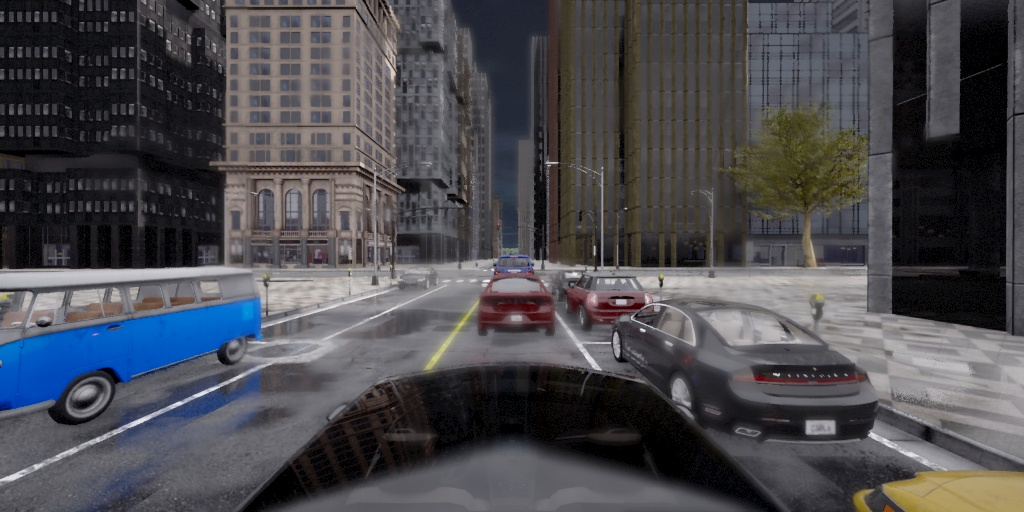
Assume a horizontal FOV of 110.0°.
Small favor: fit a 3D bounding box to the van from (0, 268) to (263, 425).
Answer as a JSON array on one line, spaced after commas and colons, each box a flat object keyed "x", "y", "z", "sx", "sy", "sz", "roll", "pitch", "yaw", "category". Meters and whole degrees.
[{"x": -5.756, "y": 1.091, "z": 5.402, "sx": 1.690, "sy": 1.789, "sz": 3.998, "roll": 0, "pitch": 0, "yaw": 0, "category": "van"}]

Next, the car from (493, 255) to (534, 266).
[{"x": 0.105, "y": 0.967, "z": 20.301, "sx": 2.150, "sy": 2.045, "sz": 5.566, "roll": 0, "pitch": 0, "yaw": 0, "category": "car"}]

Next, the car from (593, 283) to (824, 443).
[{"x": 2.769, "y": 1.300, "z": 5.390, "sx": 2.007, "sy": 1.370, "sz": 4.403, "roll": 0, "pitch": 0, "yaw": 0, "category": "car"}]

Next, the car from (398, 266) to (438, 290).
[{"x": -5.730, "y": 1.296, "z": 22.325, "sx": 2.007, "sy": 1.370, "sz": 4.403, "roll": 0, "pitch": 0, "yaw": 0, "category": "car"}]

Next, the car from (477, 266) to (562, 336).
[{"x": 0.107, "y": 1.226, "z": 10.417, "sx": 1.882, "sy": 1.535, "sz": 5.008, "roll": 0, "pitch": 0, "yaw": 0, "category": "car"}]

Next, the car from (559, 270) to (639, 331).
[{"x": 2.778, "y": 1.188, "z": 11.031, "sx": 1.967, "sy": 1.591, "sz": 4.097, "roll": 0, "pitch": 0, "yaw": 0, "category": "car"}]
